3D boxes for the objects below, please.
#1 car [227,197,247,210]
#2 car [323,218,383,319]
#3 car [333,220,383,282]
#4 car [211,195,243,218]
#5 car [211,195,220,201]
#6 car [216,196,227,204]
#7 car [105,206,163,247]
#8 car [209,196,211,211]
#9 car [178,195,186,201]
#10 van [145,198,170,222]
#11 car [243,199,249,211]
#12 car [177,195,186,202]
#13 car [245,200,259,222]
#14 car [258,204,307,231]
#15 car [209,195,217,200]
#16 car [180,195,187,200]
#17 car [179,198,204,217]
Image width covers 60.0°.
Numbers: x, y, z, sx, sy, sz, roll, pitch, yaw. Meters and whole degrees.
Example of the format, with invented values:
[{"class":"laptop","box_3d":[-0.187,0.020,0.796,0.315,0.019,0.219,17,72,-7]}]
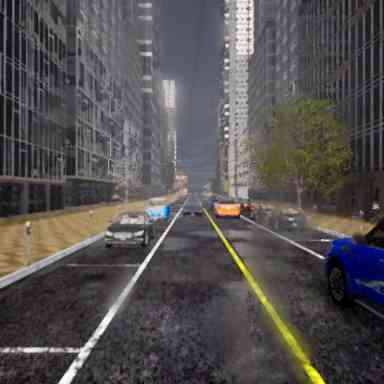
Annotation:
[{"class":"car","box_3d":[5.795,1.476,43.404,1.967,1.590,4.097,0,0,0]},{"class":"car","box_3d":[3.907,1.244,4.841,2.150,2.045,5.566,0,0,0]},{"class":"car","box_3d":[5.707,1.612,9.249,1.802,1.307,4.206,0,0,0]},{"class":"car","box_3d":[3.124,1.383,30.540,2.097,1.767,4.553,0,0,1]},{"class":"car","box_3d":[5.897,1.565,83.251,1.947,1.339,4.313,0,0,0]},{"class":"car","box_3d":[5.854,1.566,66.174,1.887,1.381,4.507,0,0,0]},{"class":"car","box_3d":[-2.659,1.559,14.967,2.008,1.369,4.403,0,0,0]},{"class":"car","box_3d":[3.119,1.553,41.928,1.812,1.442,4.674,0,0,1]},{"class":"car","box_3d":[-2.483,1.554,83.280,1.802,1.307,4.206,0,0,0]},{"class":"van","box_3d":[-2.629,1.354,26.352,1.690,1.788,3.998,0,0,0]},{"class":"car","box_3d":[5.781,1.478,37.712,1.967,1.590,4.097,0,0,0]},{"class":"car","box_3d":[-2.498,1.525,77.586,1.887,1.381,4.507,0,0,0]},{"class":"car","box_3d":[5.751,1.591,26.327,2.008,1.369,4.403,0,0,0]},{"class":"car","box_3d":[5.736,1.590,20.634,2.008,1.369,4.403,0,0,0]},{"class":"car","box_3d":[5.926,1.547,94.635,1.947,1.339,4.313,0,0,0]},{"class":"car","box_3d":[-2.454,1.499,94.665,1.887,1.381,4.507,0,0,0]},{"class":"car","box_3d":[0.074,1.568,31.714,2.033,1.411,5.357,0,0,0]}]
